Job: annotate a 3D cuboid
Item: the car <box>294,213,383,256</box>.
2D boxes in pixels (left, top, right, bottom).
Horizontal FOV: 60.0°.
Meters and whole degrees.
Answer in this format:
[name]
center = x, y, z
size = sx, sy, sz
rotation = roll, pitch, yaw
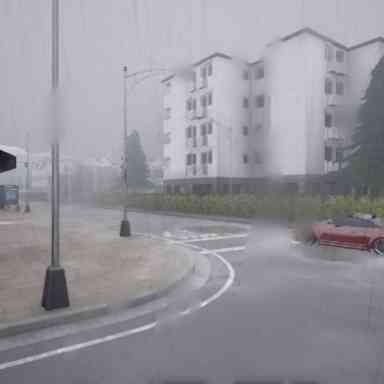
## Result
[car]
center = 6.230, 1.537, 13.146
size = 4.181, 1.385, 1.994
rotation = 2, 3, 43
